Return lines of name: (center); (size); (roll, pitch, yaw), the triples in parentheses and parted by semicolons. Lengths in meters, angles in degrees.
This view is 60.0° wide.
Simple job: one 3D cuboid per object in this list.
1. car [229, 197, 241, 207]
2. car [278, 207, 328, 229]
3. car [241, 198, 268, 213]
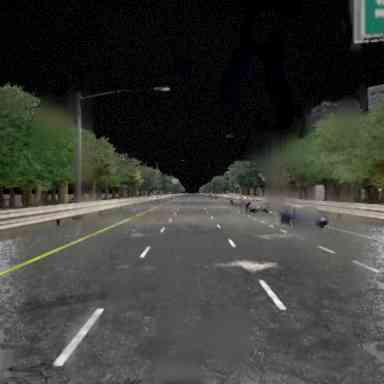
car: (7.013, 1.517, 52.513); (2.128, 1.511, 4.902); (0, 0, 0)
car: (7.006, 1.607, 21.563); (1.895, 1.301, 4.718); (0, 0, 0)
car: (7.009, 1.578, 36.819); (1.994, 1.385, 4.181); (0, 0, 0)
